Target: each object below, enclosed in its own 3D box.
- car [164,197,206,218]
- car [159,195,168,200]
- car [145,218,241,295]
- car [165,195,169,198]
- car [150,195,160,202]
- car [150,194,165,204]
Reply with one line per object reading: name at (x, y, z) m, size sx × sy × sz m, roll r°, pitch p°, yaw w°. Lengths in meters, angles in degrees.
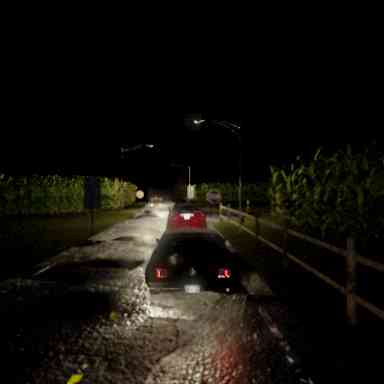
car at (-0.340, 1.321, 19.239) m, size 2.097 × 1.767 × 4.553 m, roll 0°, pitch 0°, yaw -2°
car at (-7.515, 1.380, 87.528) m, size 1.994 × 1.385 × 4.181 m, roll 0°, pitch 0°, yaw -10°
car at (-0.025, 1.585, 8.645) m, size 1.895 × 1.301 × 4.718 m, roll 0°, pitch 0°, yaw -1°
car at (-5.978, 1.501, 77.957) m, size 1.994 × 1.385 × 4.181 m, roll 0°, pitch 0°, yaw -9°
car at (-8.416, 1.472, 75.681) m, size 2.128 × 1.511 × 4.902 m, roll 0°, pitch 0°, yaw -8°
car at (-6.471, 1.300, 60.659) m, size 2.097 × 1.767 × 4.553 m, roll 0°, pitch 0°, yaw -6°
